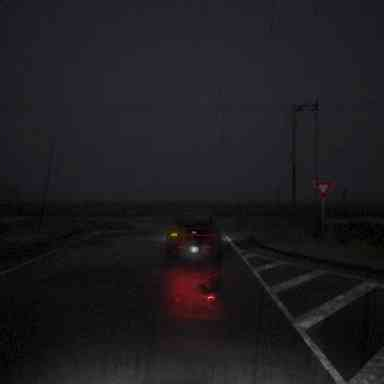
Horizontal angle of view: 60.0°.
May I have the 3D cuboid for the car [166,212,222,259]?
[{"bbox_3d":[0.080,1.511,12.565,1.837,1.490,4.892,0,0,0],"label":"car"}]
